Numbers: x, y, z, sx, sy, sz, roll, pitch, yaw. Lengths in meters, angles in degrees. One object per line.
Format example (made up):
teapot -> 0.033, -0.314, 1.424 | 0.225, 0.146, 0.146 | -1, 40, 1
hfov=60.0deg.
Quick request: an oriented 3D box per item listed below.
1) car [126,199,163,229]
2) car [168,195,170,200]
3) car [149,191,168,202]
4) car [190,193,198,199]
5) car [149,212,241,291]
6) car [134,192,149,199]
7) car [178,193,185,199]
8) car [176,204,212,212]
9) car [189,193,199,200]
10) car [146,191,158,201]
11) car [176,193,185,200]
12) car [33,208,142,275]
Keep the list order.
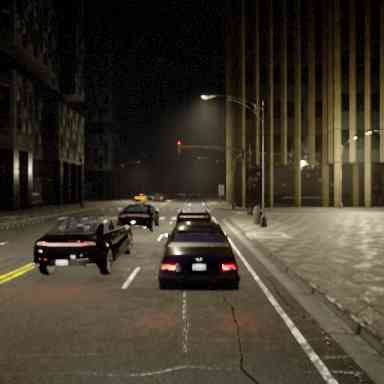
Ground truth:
car -> -3.035, 1.423, 19.743 | 1.882, 1.535, 5.008 | 0, 0, 0
car -> -6.042, 1.211, 76.737 | 1.994, 1.385, 4.181 | 0, 0, 0
car -> -6.195, 1.099, 61.395 | 2.097, 1.767, 4.553 | 0, 0, 1
car -> 0.525, 0.954, 87.655 | 2.128, 1.511, 4.902 | 0, 0, 0
car -> 0.153, 1.527, 9.090 | 2.033, 1.411, 5.357 | 0, 0, 0
car -> -9.438, 1.224, 61.507 | 1.882, 1.535, 5.008 | 0, 0, 1
car -> -2.725, 1.023, 87.705 | 1.895, 1.301, 4.718 | 0, 0, 0
car -> 0.111, 1.440, 18.834 | 2.128, 1.511, 4.902 | 0, 0, 0
car -> 0.462, 1.147, 77.233 | 1.837, 1.490, 4.892 | 0, 0, 0
car -> -9.289, 0.879, 77.243 | 2.150, 2.045, 5.566 | 0, 0, 0
car -> -2.788, 1.172, 77.253 | 2.128, 1.511, 4.902 | 0, 0, 0
car -> -3.090, 1.467, 10.368 | 2.128, 1.511, 4.902 | 0, 0, 0
